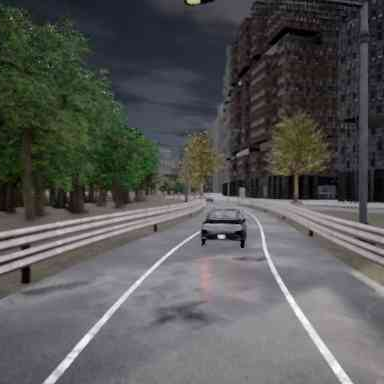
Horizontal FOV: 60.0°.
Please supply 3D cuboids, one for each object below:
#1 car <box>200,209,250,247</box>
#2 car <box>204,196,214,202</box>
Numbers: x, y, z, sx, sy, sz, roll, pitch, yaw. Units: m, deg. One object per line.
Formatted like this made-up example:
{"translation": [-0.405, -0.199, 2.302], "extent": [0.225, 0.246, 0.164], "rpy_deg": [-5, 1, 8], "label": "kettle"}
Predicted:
{"translation": [1.544, 1.499, 15.164], "extent": [2.128, 1.511, 4.902], "rpy_deg": [0, 0, 10], "label": "car"}
{"translation": [3.316, 1.533, 72.817], "extent": [1.895, 1.301, 4.718], "rpy_deg": [0, 0, -10], "label": "car"}
